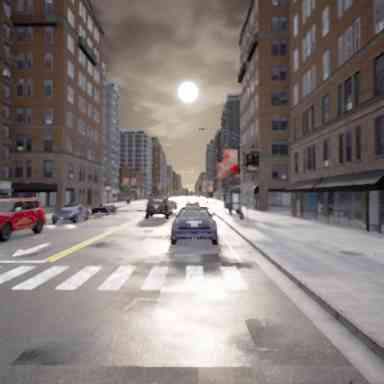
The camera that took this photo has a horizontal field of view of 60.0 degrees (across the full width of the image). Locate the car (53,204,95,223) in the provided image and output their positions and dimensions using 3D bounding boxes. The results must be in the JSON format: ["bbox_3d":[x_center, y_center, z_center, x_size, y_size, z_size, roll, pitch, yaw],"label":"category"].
[{"bbox_3d":[-9.822,1.727,27.359,1.812,1.442,4.674,0,0,0],"label":"car"}]

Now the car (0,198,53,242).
[{"bbox_3d":[-9.811,1.351,17.627,2.150,2.045,5.566,0,0,2],"label":"car"}]

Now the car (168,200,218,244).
[{"bbox_3d":[0.101,1.474,16.628,2.097,1.767,4.553,0,0,0],"label":"car"}]

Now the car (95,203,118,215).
[{"bbox_3d":[-9.753,1.877,37.350,1.895,1.301,4.718,0,0,0],"label":"car"}]

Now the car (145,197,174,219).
[{"bbox_3d":[-3.152,1.460,32.114,2.150,2.045,5.566,0,0,0],"label":"car"}]

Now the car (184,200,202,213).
[{"bbox_3d":[0.103,1.810,42.909,2.128,1.511,4.902,0,0,0],"label":"car"}]

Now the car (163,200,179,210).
[{"bbox_3d":[-3.201,1.931,51.389,2.033,1.411,5.357,0,0,0],"label":"car"}]
